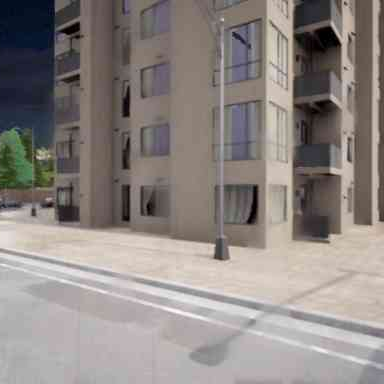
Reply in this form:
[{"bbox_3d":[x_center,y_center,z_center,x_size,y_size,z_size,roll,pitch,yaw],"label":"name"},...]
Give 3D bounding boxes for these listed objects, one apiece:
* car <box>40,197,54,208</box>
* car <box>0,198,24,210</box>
[{"bbox_3d":[-17.710,1.381,43.897,1.812,1.442,4.674,0,0,28],"label":"car"},{"bbox_3d":[-22.716,1.410,40.610,1.994,1.385,4.181,0,0,18],"label":"car"}]
